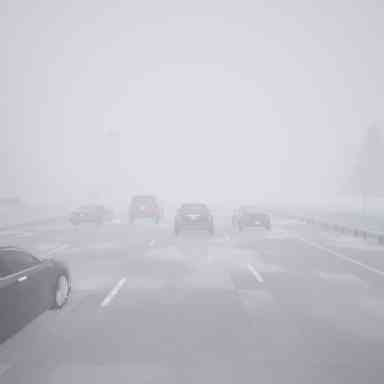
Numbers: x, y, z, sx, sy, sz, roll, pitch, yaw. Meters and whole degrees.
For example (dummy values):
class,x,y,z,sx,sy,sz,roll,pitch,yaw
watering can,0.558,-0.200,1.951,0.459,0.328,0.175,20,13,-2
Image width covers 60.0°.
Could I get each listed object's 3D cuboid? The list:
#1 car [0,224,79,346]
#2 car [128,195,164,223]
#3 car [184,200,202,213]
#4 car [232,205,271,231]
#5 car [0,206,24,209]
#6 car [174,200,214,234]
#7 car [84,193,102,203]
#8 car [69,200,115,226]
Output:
class,x,y,z,sx,sy,sz,roll,pitch,yaw
car,-3.399,1.505,4.925,1.837,1.490,4.892,0,0,0
car,-3.399,1.221,25.401,2.150,2.045,5.566,0,0,0
car,0.101,1.600,38.312,1.895,1.301,4.718,0,0,0
car,3.601,1.525,20.630,1.812,1.442,4.674,0,0,0
car,-17.593,1.354,31.382,2.097,1.767,4.553,0,0,0
car,0.101,1.352,19.299,2.097,1.767,4.553,0,0,0
car,-20.997,1.225,70.742,2.150,2.045,5.566,0,0,0
car,-6.899,1.548,23.414,2.033,1.411,5.357,0,0,0
